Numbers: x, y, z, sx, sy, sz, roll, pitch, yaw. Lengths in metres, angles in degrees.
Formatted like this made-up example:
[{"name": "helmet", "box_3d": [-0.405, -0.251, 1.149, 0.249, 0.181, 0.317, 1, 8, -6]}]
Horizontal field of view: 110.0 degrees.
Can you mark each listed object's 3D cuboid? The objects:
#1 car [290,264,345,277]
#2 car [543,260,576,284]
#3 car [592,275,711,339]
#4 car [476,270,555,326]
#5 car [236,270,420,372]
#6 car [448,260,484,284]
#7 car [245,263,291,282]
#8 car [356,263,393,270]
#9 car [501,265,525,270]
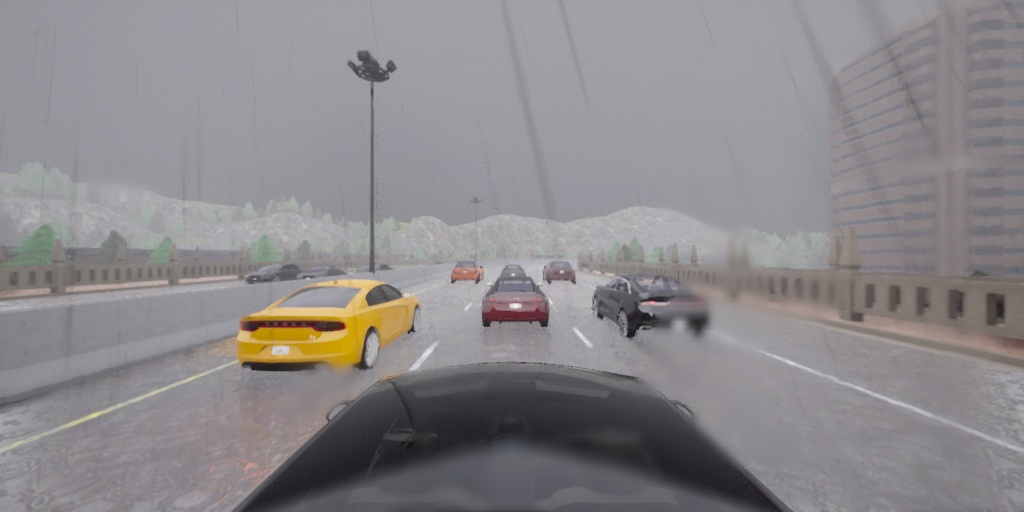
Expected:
[{"name": "car", "box_3d": [-14.101, 1.382, 26.808, 1.994, 1.385, 4.181, 0, 0, 0]}, {"name": "car", "box_3d": [3.593, 1.173, 28.013, 2.097, 1.767, 4.553, 0, 0, 0]}, {"name": "car", "box_3d": [3.597, 1.264, 10.108, 2.128, 1.511, 4.902, 0, 0, 0]}, {"name": "car", "box_3d": [0.097, 1.341, 11.806, 1.994, 1.385, 4.181, 0, 0, 0]}, {"name": "car", "box_3d": [-3.403, 1.244, 7.752, 1.882, 1.535, 5.008, 0, 0, 0]}, {"name": "car", "box_3d": [-3.407, 1.173, 28.115, 2.097, 1.767, 4.553, 0, 0, 0]}, {"name": "car", "box_3d": [-17.602, 1.323, 26.961, 1.837, 1.490, 4.892, 0, 0, 0]}, {"name": "car", "box_3d": [-10.601, 1.325, 27.548, 1.837, 1.490, 4.892, 0, 0, 0]}, {"name": "car", "box_3d": [0.095, 1.388, 29.015, 1.994, 1.385, 4.181, 0, 0, 0]}]
